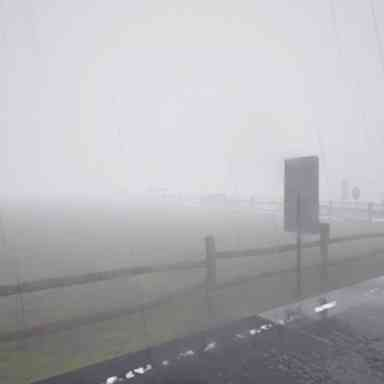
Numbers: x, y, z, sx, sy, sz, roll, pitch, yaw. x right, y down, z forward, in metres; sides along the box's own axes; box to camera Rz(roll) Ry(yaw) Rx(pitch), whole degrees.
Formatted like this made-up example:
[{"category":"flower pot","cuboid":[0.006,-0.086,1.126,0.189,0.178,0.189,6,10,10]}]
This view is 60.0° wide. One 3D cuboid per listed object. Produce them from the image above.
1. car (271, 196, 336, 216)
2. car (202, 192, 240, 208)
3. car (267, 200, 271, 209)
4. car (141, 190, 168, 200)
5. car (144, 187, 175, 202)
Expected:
[{"category":"car","cuboid":[9.229,1.082,27.227,1.882,1.535,5.008,1,1,-35]},{"category":"car","cuboid":[3.075,0.833,35.995,1.882,1.535,5.008,1,1,-35]},{"category":"car","cuboid":[9.496,1.028,31.946,1.882,1.535,5.008,1,1,-35]},{"category":"car","cuboid":[-6.168,0.418,54.214,2.128,1.511,4.902,1,1,-35]},{"category":"car","cuboid":[-4.536,0.273,46.867,2.150,2.045,5.566,1,1,-35]}]
